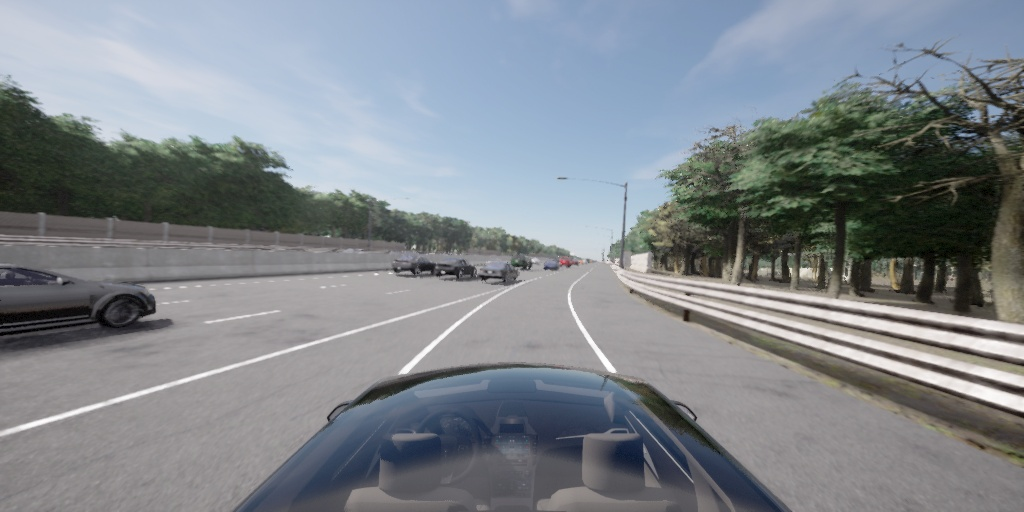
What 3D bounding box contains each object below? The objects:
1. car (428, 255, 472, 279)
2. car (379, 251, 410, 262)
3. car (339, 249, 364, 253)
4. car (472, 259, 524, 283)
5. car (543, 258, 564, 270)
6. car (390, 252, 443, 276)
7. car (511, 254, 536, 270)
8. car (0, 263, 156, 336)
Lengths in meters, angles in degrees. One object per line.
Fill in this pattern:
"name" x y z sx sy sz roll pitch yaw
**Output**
"car" -4.259 0.920 27.695 1.837 1.490 4.892 3 0 14
"car" -16.448 0.098 50.580 1.812 1.442 4.674 3 0 15
"car" -23.288 -0.297 52.018 1.812 1.442 4.674 3 0 15
"car" -0.880 1.158 26.813 2.033 1.411 5.357 3 0 14
"car" 6.134 1.387 53.983 1.994 1.385 4.181 3 0 14
"car" -7.641 0.709 28.572 2.128 1.511 4.902 3 0 14
"car" 1.282 0.803 49.096 2.150 2.045 5.566 3 0 14
"car" -9.661 0.815 6.786 1.994 1.385 4.181 3 0 14
